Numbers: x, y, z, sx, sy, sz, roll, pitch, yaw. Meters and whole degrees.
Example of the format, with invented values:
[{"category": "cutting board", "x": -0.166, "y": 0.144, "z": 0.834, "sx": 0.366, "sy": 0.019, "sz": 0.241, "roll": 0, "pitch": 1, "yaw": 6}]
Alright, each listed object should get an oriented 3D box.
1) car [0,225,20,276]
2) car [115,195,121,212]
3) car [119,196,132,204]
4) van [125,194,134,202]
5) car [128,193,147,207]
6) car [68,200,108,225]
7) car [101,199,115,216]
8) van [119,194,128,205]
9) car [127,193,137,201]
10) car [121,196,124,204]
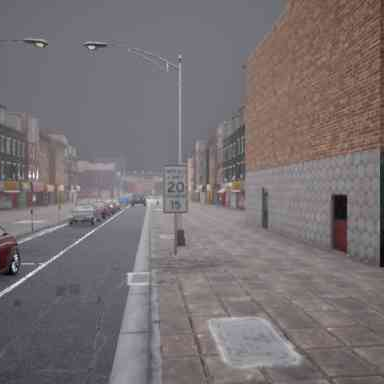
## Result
[{"category": "car", "x": -5.450, "y": 1.442, "z": 7.303, "sx": 1.967, "sy": 1.590, "sz": 4.097, "roll": 0, "pitch": 0, "yaw": -7}, {"category": "car", "x": -8.822, "y": 1.414, "z": 34.262, "sx": 1.967, "sy": 1.590, "sz": 4.097, "roll": 0, "pitch": 0, "yaw": -7}, {"category": "car", "x": -12.194, "y": 1.525, "z": 61.222, "sx": 1.947, "sy": 1.339, "sz": 4.313, "roll": 0, "pitch": 0, "yaw": -7}, {"category": "van", "x": -13.544, "y": 1.298, "z": 72.005, "sx": 1.690, "sy": 1.788, "sz": 3.998, "roll": 0, "pitch": 0, "yaw": -7}, {"category": "car", "x": -8.211, "y": 1.180, "z": 51.454, "sx": 2.150, "sy": 2.045, "sz": 5.566, "roll": 0, "pitch": 0, "yaw": -7}, {"category": "car", "x": -7.472, "y": 1.534, "z": 23.479, "sx": 2.008, "sy": 1.369, "sz": 4.403, "roll": 0, "pitch": 0, "yaw": -7}, {"category": "car", "x": -8.147, "y": 1.523, "z": 28.870, "sx": 1.887, "sy": 1.381, "sz": 4.507, "roll": 0, "pitch": 0, "yaw": -7}, {"category": "van", "x": -11.521, "y": 1.302, "z": 55.830, "sx": 1.690, "sy": 1.788, "sz": 3.998, "roll": 0, "pitch": 0, "yaw": -7}, {"category": "car", "x": -14.894, "y": 1.273, "z": 82.789, "sx": 2.192, "sy": 1.841, "sz": 5.009, "roll": 0, "pitch": 0, "yaw": -7}, {"category": "car", "x": -9.475, "y": 1.495, "z": 39.486, "sx": 1.752, "sy": 1.417, "sz": 4.829, "roll": 0, "pitch": 0, "yaw": -7}]
